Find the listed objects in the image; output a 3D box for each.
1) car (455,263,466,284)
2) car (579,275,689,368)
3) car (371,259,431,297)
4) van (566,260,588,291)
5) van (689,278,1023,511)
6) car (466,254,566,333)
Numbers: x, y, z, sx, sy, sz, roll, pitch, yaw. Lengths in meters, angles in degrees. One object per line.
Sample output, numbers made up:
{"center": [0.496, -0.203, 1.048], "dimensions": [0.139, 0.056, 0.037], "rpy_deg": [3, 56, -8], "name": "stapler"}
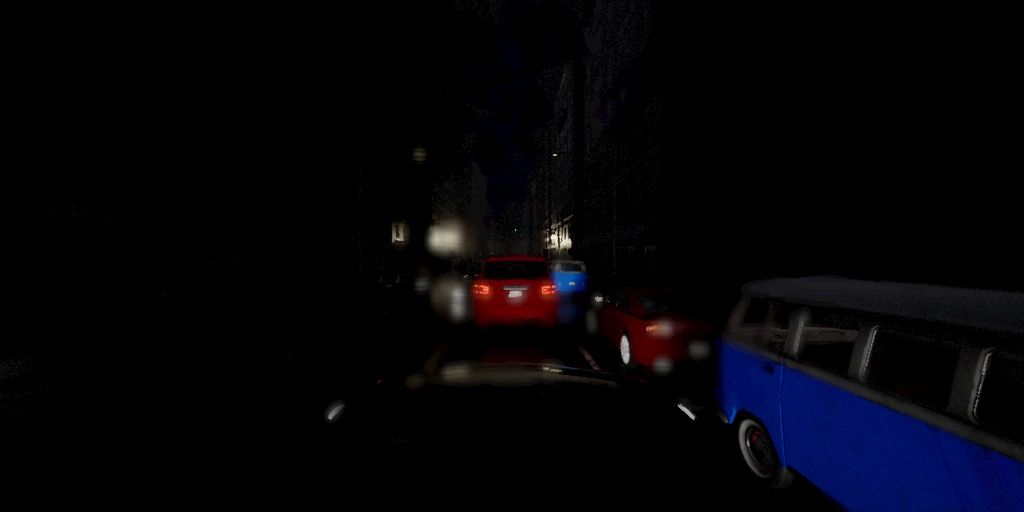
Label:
{"center": [-2.999, 1.246, 26.519], "dimensions": [1.837, 1.490, 4.892], "rpy_deg": [0, -1, 1], "name": "car"}
{"center": [2.863, 1.294, 7.690], "dimensions": [1.888, 1.381, 4.507], "rpy_deg": [0, 0, 0], "name": "car"}
{"center": [-5.648, 1.059, 18.981], "dimensions": [2.192, 1.841, 5.009], "rpy_deg": [0, 0, 0], "name": "car"}
{"center": [2.877, 1.085, 19.011], "dimensions": [1.690, 1.789, 3.998], "rpy_deg": [0, 0, 0], "name": "van"}
{"center": [2.856, 1.091, 2.029], "dimensions": [1.690, 1.789, 3.998], "rpy_deg": [0, 0, 0], "name": "van"}
{"center": [0.112, 0.970, 10.911], "dimensions": [2.150, 2.045, 5.566], "rpy_deg": [0, 0, 0], "name": "car"}
